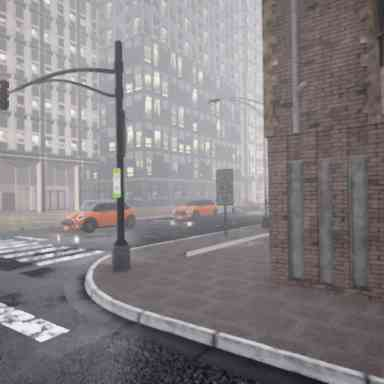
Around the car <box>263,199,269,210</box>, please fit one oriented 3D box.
[{"bbox_3d":[9.640,1.592,41.066,2.128,1.511,4.902,-1,-1,36],"label":"car"}]

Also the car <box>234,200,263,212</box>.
[{"bbox_3d":[6.731,1.673,41.500,1.752,1.417,4.829,-1,-1,36],"label":"car"}]

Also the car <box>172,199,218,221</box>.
[{"bbox_3d":[0.334,1.422,28.166,2.097,1.767,4.553,-1,-1,36],"label":"car"}]

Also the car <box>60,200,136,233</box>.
[{"bbox_3d":[-5.566,1.403,20.014,2.097,1.767,4.553,-1,-1,37],"label":"car"}]

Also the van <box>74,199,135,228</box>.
[{"bbox_3d":[-6.134,1.445,23.612,1.690,1.788,3.998,-1,-1,36],"label":"van"}]
